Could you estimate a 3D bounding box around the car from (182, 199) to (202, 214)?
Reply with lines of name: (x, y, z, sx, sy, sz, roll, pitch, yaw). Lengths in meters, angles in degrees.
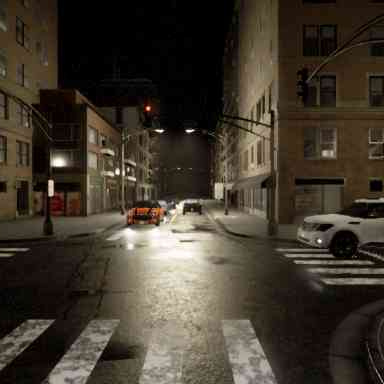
car: (0.021, 1.473, 34.224, 2.128, 1.511, 4.902, 0, 0, 0)

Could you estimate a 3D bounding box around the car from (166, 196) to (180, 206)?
car: (-3.145, 1.440, 55.856, 1.882, 1.535, 5.008, 0, 0, 0)

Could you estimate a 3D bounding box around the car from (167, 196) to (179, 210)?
car: (-3.178, 1.325, 42.768, 2.097, 1.767, 4.553, 0, 0, 0)

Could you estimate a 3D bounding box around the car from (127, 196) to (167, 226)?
car: (-3.143, 1.343, 23.059, 2.097, 1.767, 4.553, 0, 0, 0)

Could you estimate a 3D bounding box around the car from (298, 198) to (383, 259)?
car: (6.869, 1.239, 12.254, 5.566, 2.045, 2.150, 0, 0, 0)

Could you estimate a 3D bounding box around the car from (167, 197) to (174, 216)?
car: (-3.163, 1.530, 32.514, 2.033, 1.411, 5.357, 0, 0, 0)
